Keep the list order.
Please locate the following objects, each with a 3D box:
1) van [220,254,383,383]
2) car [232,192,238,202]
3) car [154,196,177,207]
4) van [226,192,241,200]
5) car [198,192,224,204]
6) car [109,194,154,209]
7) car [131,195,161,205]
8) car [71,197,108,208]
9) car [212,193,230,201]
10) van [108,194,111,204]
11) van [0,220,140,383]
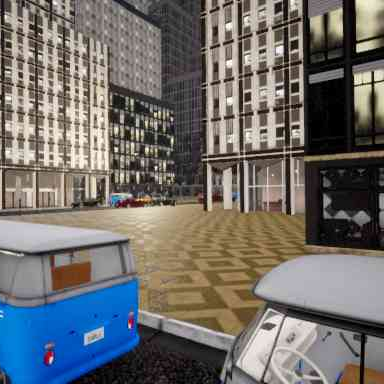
[{"bbox_3d":[1.964,1.341,1.486,3.998,1.788,1.690,0,-1,36],"label":"van"},{"bbox_3d":[6.300,1.098,57.072,2.008,1.369,4.403,0,0,36],"label":"car"},{"bbox_3d":[-3.703,1.228,43.433,2.008,1.369,4.403,0,0,36],"label":"car"},{"bbox_3d":[9.528,0.869,75.647,1.690,1.788,3.998,0,0,36],"label":"van"},{"bbox_3d":[2.963,0.906,52.525,2.192,1.841,5.009,0,0,36],"label":"car"},{"bbox_3d":[-7.037,1.265,38.886,1.887,1.381,4.507,0,0,36],"label":"car"},{"bbox_3d":[-7.248,1.275,52.768,1.752,1.417,4.829,0,0,36],"label":"car"},{"bbox_3d":[-13.818,1.400,43.808,1.947,1.339,4.313,0,0,36],"label":"car"},{"bbox_3d":[6.194,1.013,71.098,1.967,1.590,4.097,0,0,36],"label":"car"},{"bbox_3d":[-10.485,1.133,48.356,1.690,1.788,3.998,0,0,36],"label":"van"},{"bbox_3d":[-2.574,1.342,4.728,3.998,1.788,1.690,0,-1,36],"label":"van"}]
